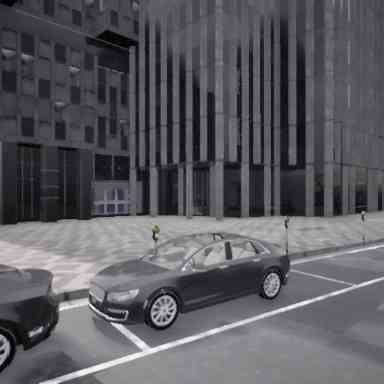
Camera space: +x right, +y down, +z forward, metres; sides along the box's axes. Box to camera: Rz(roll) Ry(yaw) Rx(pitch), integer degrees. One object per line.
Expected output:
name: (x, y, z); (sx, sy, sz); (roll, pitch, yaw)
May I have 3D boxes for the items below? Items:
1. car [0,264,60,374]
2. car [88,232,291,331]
car: (-3.904, 1.547, 3.865); (4.403, 1.369, 2.008); (0, 0, -36)
car: (0.160, 1.547, 6.764); (4.403, 1.369, 2.008); (0, 0, -35)
